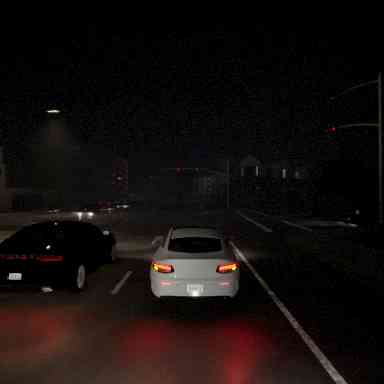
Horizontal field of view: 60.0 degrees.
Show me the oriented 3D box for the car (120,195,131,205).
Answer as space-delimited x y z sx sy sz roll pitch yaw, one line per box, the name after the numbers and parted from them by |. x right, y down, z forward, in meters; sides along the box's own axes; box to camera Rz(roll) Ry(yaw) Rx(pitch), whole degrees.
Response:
-13.965 1.562 68.177 2.150 2.045 5.566 0 1 0 | car

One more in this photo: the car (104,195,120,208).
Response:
-14.056 1.786 55.464 2.097 1.767 4.553 0 0 0 | car

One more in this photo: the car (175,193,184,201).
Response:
-3.455 1.417 88.985 2.150 2.045 5.566 0 0 0 | car

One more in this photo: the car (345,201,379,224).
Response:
14.262 1.490 25.471 4.553 1.767 2.097 0 -1 0 | car

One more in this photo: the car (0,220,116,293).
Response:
-3.425 1.498 8.945 1.882 1.535 5.008 0 0 0 | car

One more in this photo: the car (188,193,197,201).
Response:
0.045 1.413 89.285 2.150 2.045 5.566 0 -1 0 | car

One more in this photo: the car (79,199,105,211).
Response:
-14.080 1.977 46.195 1.895 1.301 4.718 0 -1 0 | car

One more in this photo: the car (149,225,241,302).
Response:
0.071 1.540 8.158 1.812 1.442 4.674 0 0 0 | car
